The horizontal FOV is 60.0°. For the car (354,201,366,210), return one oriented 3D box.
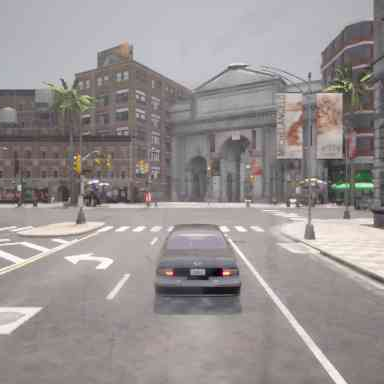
[{"bbox_3d":[22.279,1.564,40.966,4.181,1.385,1.994,0,0,0],"label":"car"}]

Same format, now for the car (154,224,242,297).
[{"bbox_3d":[0.111,1.547,8.741,2.033,1.411,5.357,0,0,0],"label":"car"}]

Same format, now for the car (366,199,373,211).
[{"bbox_3d":[22.705,1.526,37.468,4.674,1.442,1.812,0,0,1],"label":"car"}]
